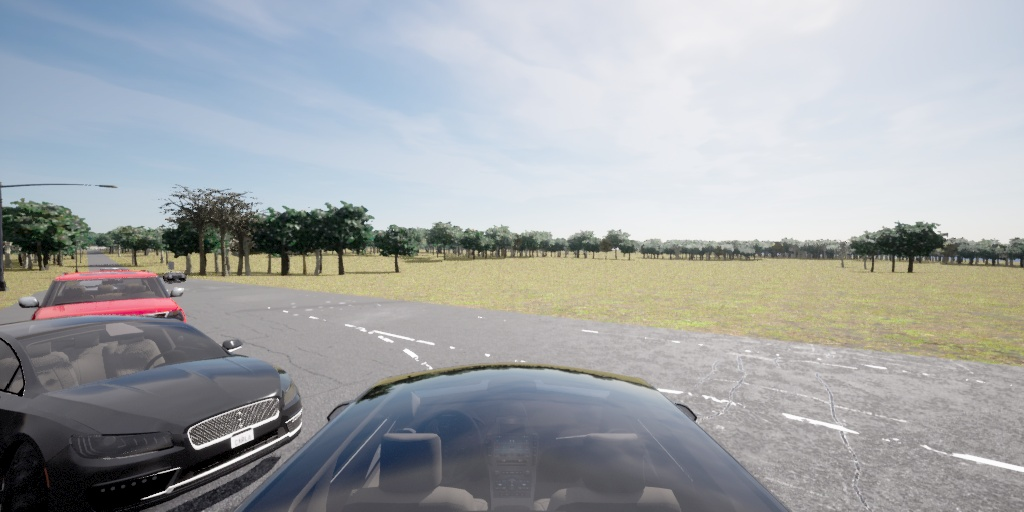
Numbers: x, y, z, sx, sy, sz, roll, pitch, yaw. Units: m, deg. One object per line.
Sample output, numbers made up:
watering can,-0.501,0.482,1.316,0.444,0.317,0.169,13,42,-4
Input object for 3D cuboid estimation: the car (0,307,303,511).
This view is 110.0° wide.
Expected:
car,-4.608,1.445,3.953,4.892,1.490,1.837,-3,-3,20

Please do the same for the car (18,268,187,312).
car,-9.578,1.385,8.536,5.566,2.045,2.150,-2,0,40

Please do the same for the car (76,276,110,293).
car,-37.670,2.521,32.298,4.718,1.301,1.895,-2,0,41

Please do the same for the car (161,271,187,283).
car,-44.082,2.729,46.760,4.718,1.301,1.895,-2,0,40
